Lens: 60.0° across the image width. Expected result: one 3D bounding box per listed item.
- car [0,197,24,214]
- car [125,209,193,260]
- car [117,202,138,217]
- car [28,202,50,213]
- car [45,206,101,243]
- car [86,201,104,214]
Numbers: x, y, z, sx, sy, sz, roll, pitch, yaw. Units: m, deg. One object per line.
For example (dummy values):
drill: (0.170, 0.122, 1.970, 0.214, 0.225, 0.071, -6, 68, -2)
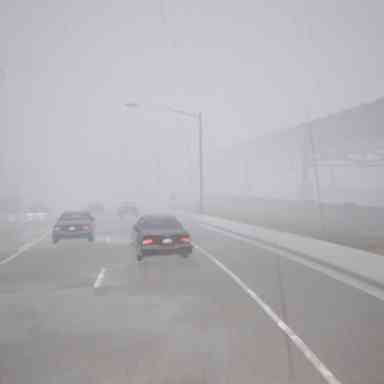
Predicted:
car: (-23.287, 1.696, 42.695, 2.150, 2.045, 5.566, -1, 0, -14)
car: (-1.340, 1.589, 12.821, 2.033, 1.411, 5.357, -1, 0, -13)
car: (-6.473, 1.712, 33.559, 1.812, 1.442, 4.674, -1, 0, -14)
car: (-19.819, 1.996, 43.268, 1.994, 1.385, 4.181, -1, 0, -14)
car: (-5.909, 1.674, 17.037, 2.033, 1.411, 5.357, -1, 0, -15)
car: (-11.644, 1.817, 39.833, 1.812, 1.442, 4.674, -1, 0, -14)
